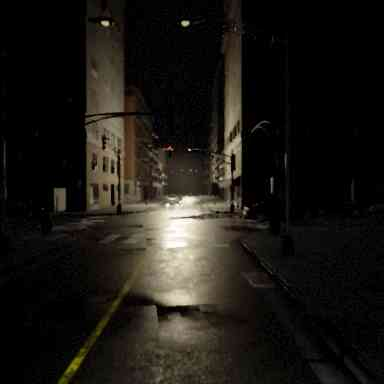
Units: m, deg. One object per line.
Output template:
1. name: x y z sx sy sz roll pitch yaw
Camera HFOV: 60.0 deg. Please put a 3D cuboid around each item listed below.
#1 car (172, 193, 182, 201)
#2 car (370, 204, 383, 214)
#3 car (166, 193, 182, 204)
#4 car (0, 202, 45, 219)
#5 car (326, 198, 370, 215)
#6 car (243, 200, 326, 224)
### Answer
1. car: -3.005 0.984 68.860 1.812 1.442 4.674 0 1 0
2. car: 17.457 1.175 28.125 4.829 1.417 1.752 -1 1 0
3. car: -3.052 1.126 53.466 1.812 1.442 4.674 0 1 1
4. car: -14.628 1.512 28.354 4.403 1.369 2.008 -1 1 0
5. car: 12.135 1.245 28.164 4.507 1.381 1.887 -1 1 0
6. car: 5.945 1.267 22.354 5.008 1.535 1.882 -1 0 0
